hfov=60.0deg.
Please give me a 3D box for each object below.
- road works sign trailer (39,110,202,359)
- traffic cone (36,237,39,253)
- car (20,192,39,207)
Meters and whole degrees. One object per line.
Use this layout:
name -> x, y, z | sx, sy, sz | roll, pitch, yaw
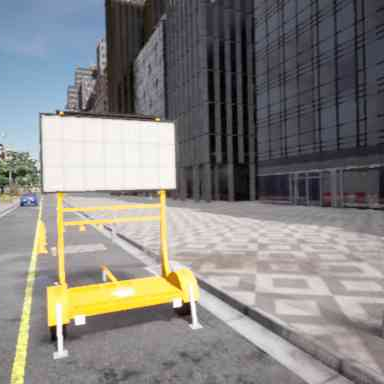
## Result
road works sign trailer -> -1.457, 0.394, 6.120 | 2.380, 3.560, 2.880 | -2, 1, -24
traffic cone -> -5.444, 1.888, 12.013 | 0.340, 0.580, 0.340 | -2, 1, -24
car -> -23.492, 1.024, 48.108 | 2.150, 2.045, 5.566 | -2, 1, -24
